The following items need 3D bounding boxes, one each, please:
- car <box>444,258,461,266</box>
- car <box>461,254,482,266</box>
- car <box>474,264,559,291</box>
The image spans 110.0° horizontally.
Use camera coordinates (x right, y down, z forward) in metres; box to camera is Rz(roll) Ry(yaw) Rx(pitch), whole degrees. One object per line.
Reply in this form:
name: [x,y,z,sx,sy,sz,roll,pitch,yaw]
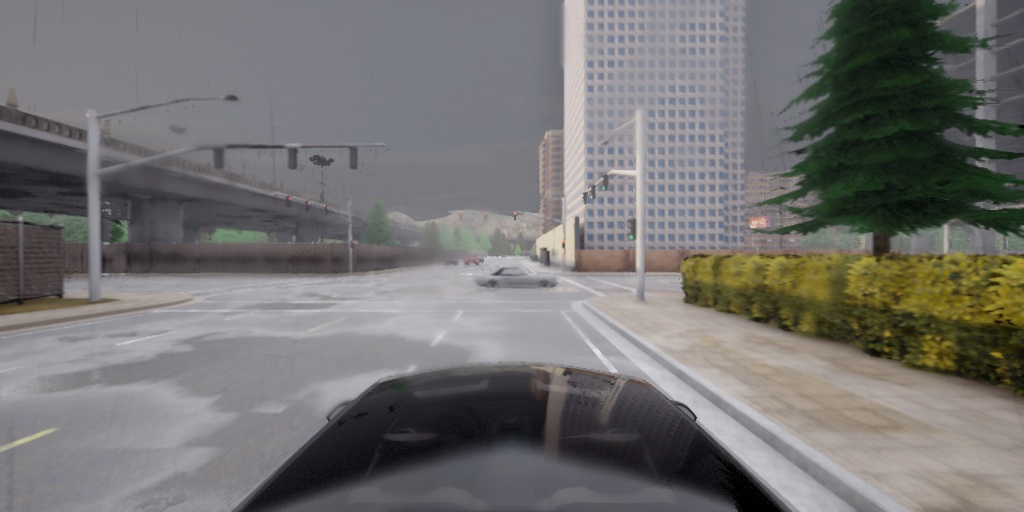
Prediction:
car: [-10.518,1.058,62.678,1.895,1.301,4.718,0,0,1]
car: [-7.020,0.678,62.659,2.150,2.045,5.566,0,0,1]
car: [0.277,1.310,20.563,4.718,1.301,1.895,0,0,0]
